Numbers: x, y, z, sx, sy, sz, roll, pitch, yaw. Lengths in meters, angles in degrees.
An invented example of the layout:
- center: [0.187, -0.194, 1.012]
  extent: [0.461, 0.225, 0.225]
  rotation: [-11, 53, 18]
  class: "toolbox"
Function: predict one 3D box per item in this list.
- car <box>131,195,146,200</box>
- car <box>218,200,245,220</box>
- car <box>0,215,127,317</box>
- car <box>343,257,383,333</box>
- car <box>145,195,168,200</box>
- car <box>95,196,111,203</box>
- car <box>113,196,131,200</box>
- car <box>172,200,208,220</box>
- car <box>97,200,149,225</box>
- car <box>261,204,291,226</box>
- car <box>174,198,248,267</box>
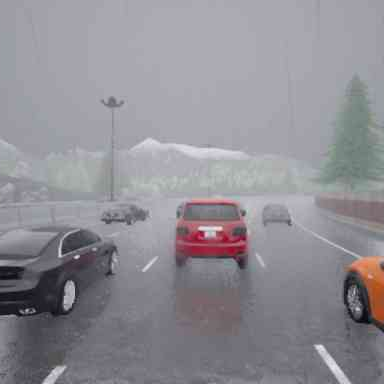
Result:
- center: [-8.443, 1.358, 60.431]
  extent: [2.097, 1.767, 4.553]
  rotation: [0, 0, 23]
  class: "car"
- center: [3.554, 1.531, 29.156]
  extent: [1.837, 1.490, 4.892]
  rotation: [0, 0, 12]
  class: "car"
- center: [-3.067, 1.500, 7.505]
  extent: [1.837, 1.490, 4.892]
  rotation: [0, 0, 3]
  class: "car"
- center: [3.783, 1.366, 4.296]
  extent: [2.097, 1.767, 4.553]
  rotation: [0, 0, 2]
  class: "car"
- center: [-5.648, 1.517, 58.056]
  extent: [1.837, 1.490, 4.892]
  rotation: [0, 0, 23]
  class: "car"
- center: [-15.544, 1.532, 61.596]
  extent: [2.033, 1.411, 5.357]
  rotation: [0, 0, 22]
  class: "car"
- center: [-11.996, 1.489, 61.057]
  extent: [2.128, 1.511, 4.902]
  rotation: [0, 0, 23]
  class: "car"
- center: [-0.031, 1.506, 29.130]
  extent: [2.128, 1.511, 4.902]
  rotation: [0, 0, 12]
  class: "car"
- center: [-4.678, 1.546, 23.873]
  extent: [2.033, 1.411, 5.357]
  rotation: [0, 0, 10]
  class: "car"
- center: [5.952, 1.578, 23.711]
  extent: [2.033, 1.411, 5.357]
  rotation: [0, 0, 11]
  class: "car"
- center: [0.728, 1.230, 11.616]
  extent: [2.150, 2.045, 5.566]
  rotation: [0, 0, 5]
  class: "car"
